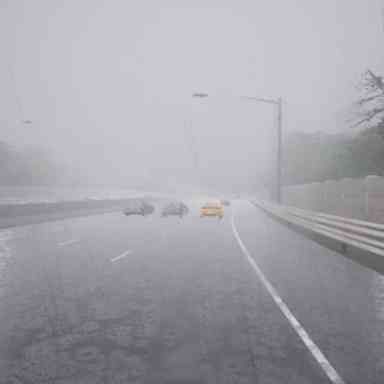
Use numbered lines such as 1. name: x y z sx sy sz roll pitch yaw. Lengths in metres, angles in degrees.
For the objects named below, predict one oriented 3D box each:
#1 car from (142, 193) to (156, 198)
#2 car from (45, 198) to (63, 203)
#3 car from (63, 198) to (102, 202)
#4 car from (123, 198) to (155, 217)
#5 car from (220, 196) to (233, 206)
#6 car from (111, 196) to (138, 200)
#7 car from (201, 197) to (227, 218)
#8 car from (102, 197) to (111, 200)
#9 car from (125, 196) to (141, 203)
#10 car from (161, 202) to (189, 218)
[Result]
1. car: -9.646 1.339 74.759 2.150 2.045 5.566 0 0 8
2. car: -17.567 1.502 43.671 2.128 1.511 4.902 0 0 8
3. car: -14.101 1.521 43.203 2.128 1.511 4.902 0 0 8
4. car: -4.993 1.601 31.965 2.033 1.411 5.357 0 0 8
5. car: 5.688 1.779 57.975 1.895 1.301 4.718 0 0 8
6. car: -11.863 1.625 58.925 2.033 1.411 5.357 0 0 8
7. car: 1.943 1.570 31.006 1.882 1.535 5.008 0 0 8
8. car: -15.336 1.621 59.406 1.994 1.385 4.181 0 0 8
9. car: -13.161 1.635 74.899 2.033 1.411 5.357 0 0 8
10. car: -1.525 1.620 31.482 2.033 1.411 5.357 0 0 8
